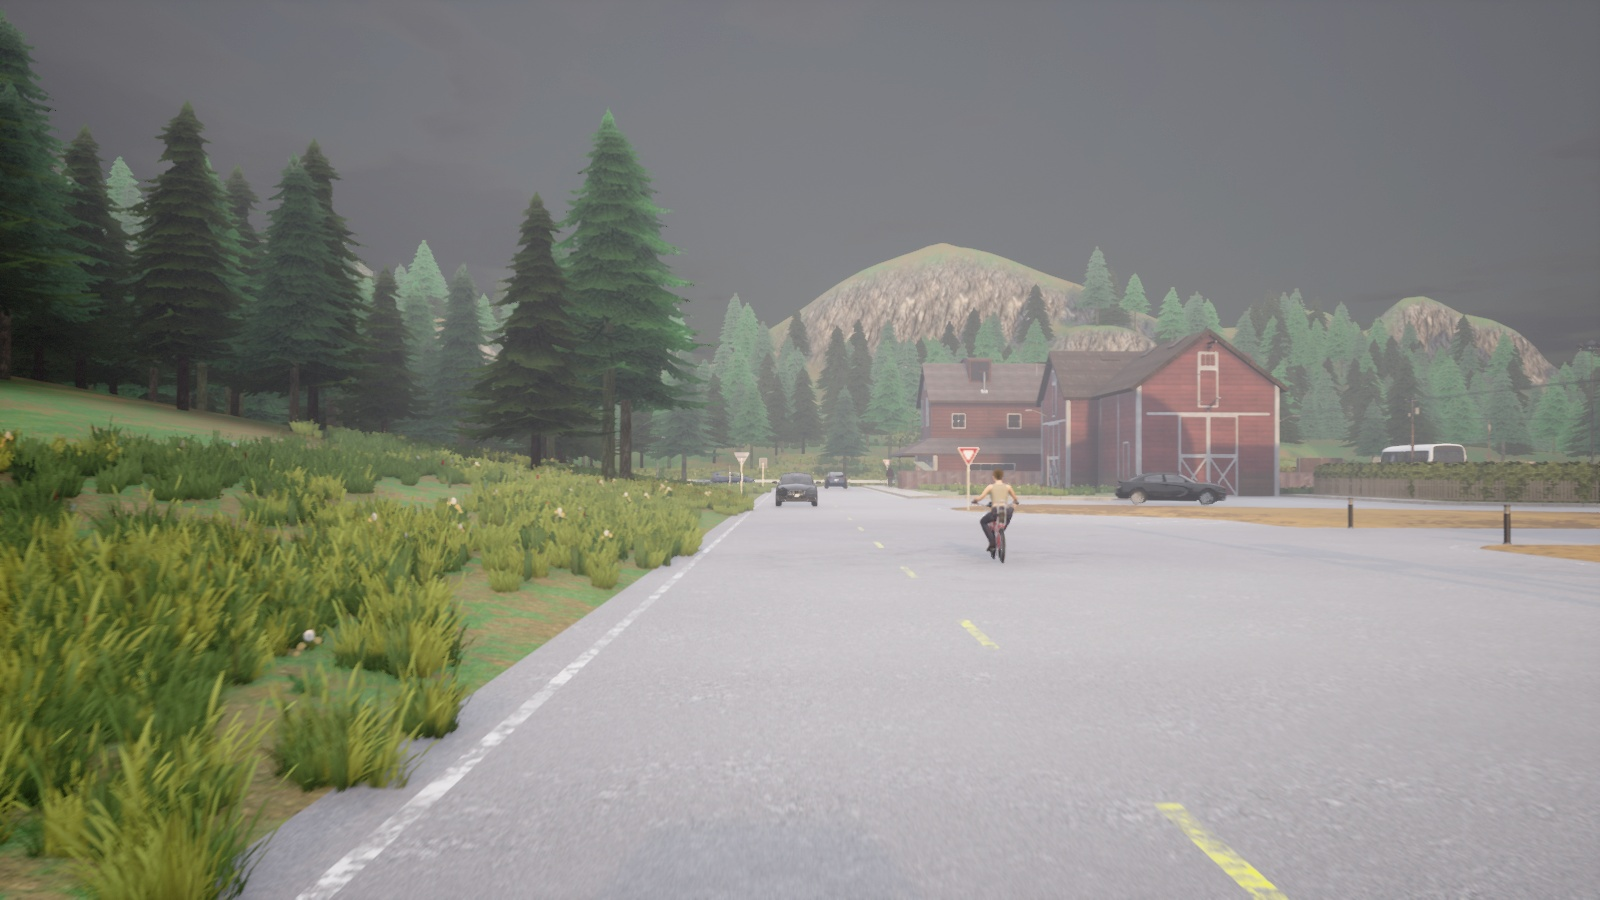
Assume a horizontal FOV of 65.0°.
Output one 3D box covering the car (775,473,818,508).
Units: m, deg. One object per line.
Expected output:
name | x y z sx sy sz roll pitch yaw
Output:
car | -0.136 1.761 56.225 1.837 1.490 4.892 0 -1 0

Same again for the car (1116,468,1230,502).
car | 17.341 1.633 58.603 5.008 1.535 1.882 0 -1 15

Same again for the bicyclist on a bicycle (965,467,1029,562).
bicyclist on a bicycle | 3.451 1.107 22.078 0.866 1.612 1.509 0 -1 0
